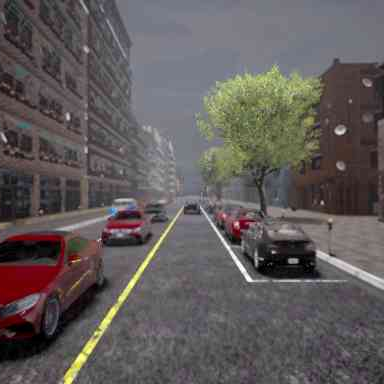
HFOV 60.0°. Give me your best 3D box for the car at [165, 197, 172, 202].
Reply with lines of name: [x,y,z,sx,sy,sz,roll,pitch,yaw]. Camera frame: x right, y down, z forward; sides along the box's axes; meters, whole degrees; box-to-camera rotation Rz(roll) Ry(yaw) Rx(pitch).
car: [-5.698,1.910,67.802,1.752,1.417,4.829,0,0,0]

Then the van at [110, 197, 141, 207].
van: [-5.695,1.485,28.096,1.690,1.788,3.998,0,0,0]

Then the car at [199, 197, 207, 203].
car: [2.682,2.046,85.059,1.887,1.381,4.507,0,0,0]

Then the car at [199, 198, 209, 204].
car: [2.683,1.973,73.667,2.008,1.369,4.403,0,0,0]

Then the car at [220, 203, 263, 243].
car: [2.688,1.524,16.701,1.967,1.590,4.097,0,0,0]

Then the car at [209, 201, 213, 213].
car: [2.686,1.725,28.094,1.802,1.307,4.206,0,0,0]

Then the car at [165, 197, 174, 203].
car: [-5.699,2.068,85.061,1.947,1.339,4.313,0,0,0]

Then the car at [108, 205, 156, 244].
car: [-3.077,1.609,16.522,1.812,1.442,4.674,0,0,0]

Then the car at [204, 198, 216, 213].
car: [2.686,1.758,39.487,2.008,1.369,4.403,0,0,0]

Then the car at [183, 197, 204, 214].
car: [-0.001,1.690,37.873,2.128,1.511,4.902,0,0,0]

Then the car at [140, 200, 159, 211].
car: [-5.695,1.807,45.185,1.947,1.339,4.313,0,0,0]

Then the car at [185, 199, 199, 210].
car: [0.010,1.829,48.968,1.994,1.385,4.181,0,0,0]

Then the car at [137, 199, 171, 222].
car: [-3.083,1.647,27.916,1.837,1.490,4.892,0,0,0]

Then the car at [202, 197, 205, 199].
car: [2.685,1.681,45.184,1.967,1.590,4.097,0,0,0]

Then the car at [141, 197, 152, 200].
car: [-5.696,1.522,39.489,2.192,1.841,5.009,0,0,0]

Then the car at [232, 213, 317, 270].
car: [2.688,1.606,11.003,2.008,1.369,4.403,0,0,0]

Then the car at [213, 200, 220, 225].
car: [2.687,1.553,22.397,1.967,1.590,4.097,0,0,0]

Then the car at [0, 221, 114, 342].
car: [-3.072,1.559,6.699,1.812,1.442,4.674,0,0,0]
